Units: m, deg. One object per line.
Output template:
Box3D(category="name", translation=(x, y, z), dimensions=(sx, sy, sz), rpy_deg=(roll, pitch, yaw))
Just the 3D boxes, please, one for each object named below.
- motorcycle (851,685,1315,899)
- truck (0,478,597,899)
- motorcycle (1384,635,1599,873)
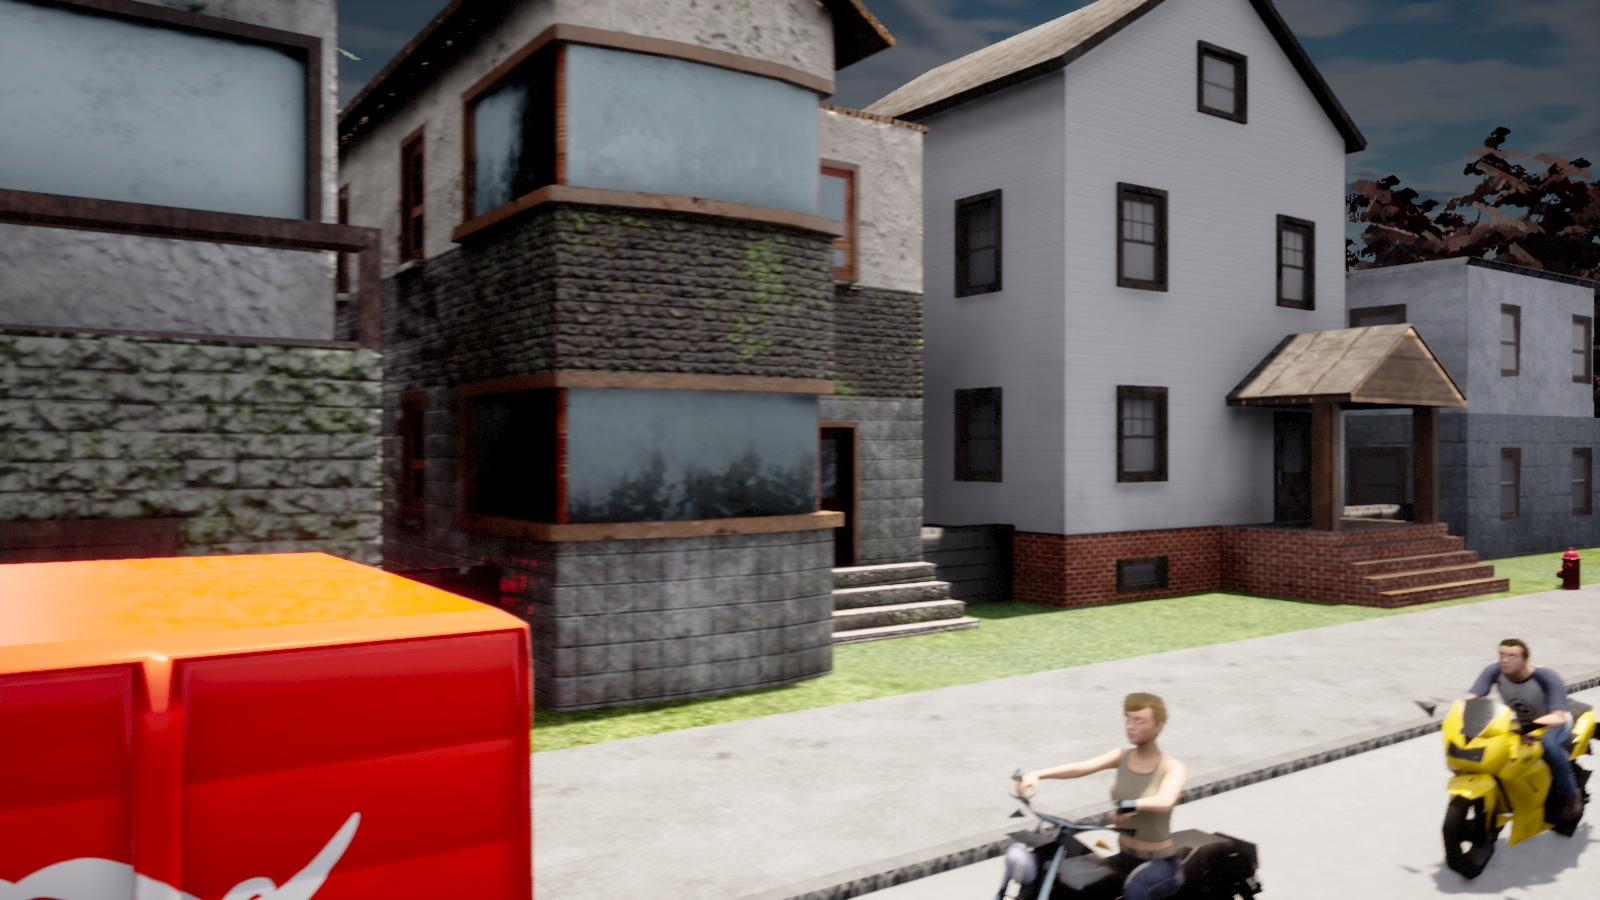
Box3D(category="motorcycle", translation=(1.409, 1.950, 5.386), dimensions=(2.356, 1.277, 0.764), rpy_deg=(0, 0, -35))
Box3D(category="truck", translation=(-3.325, 1.348, 2.059), dimensions=(5.204, 2.467, 2.627), rpy_deg=(0, 0, -35))
Box3D(category="motorcycle", translation=(4.946, 1.993, 7.844), dimensions=(2.033, 1.145, 0.803), rpy_deg=(0, 0, -35))
